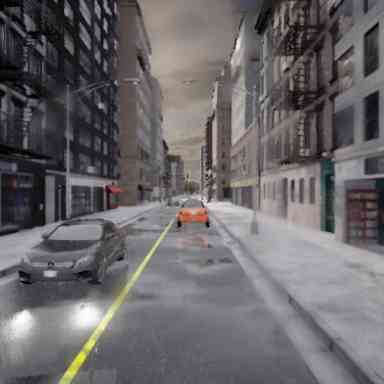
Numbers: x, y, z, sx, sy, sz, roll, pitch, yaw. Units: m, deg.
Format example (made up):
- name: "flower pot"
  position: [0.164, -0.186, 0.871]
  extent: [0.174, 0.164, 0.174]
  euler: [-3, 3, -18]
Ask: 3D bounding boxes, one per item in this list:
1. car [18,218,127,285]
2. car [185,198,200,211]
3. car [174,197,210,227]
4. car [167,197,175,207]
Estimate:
- name: "car"
  position: [-3.087, 1.518, 9.559]
  extent: [1.812, 1.442, 4.674]
  euler: [0, 0, 0]
- name: "car"
  position: [0.078, 1.535, 42.554]
  extent: [1.837, 1.490, 4.892]
  euler: [0, 0, 0]
- name: "car"
  position: [0.096, 1.347, 23.056]
  extent: [2.097, 1.767, 4.553]
  euler: [0, 0, 0]
- name: "car"
  position: [-3.006, 1.612, 53.784]
  extent: [1.812, 1.442, 4.674]
  euler: [0, 0, 0]
